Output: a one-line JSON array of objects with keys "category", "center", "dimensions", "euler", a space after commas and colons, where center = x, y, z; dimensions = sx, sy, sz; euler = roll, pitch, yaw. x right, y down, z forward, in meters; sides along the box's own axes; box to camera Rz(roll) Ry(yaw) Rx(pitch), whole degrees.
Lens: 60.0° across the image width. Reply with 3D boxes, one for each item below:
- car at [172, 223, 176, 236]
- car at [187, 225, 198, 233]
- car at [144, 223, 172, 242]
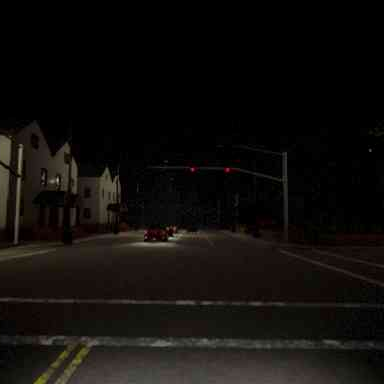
[{"category": "car", "center": [-3.539, 5.179, 43.594], "dimensions": [1.994, 1.385, 4.181], "euler": [0, -5, 0]}, {"category": "car", "center": [0.061, 6.479, 58.079], "dimensions": [2.033, 1.411, 5.357], "euler": [0, -5, 0]}, {"category": "car", "center": [-3.549, 4.076, 33.671], "dimensions": [2.097, 1.767, 4.553], "euler": [0, -5, 0]}]
